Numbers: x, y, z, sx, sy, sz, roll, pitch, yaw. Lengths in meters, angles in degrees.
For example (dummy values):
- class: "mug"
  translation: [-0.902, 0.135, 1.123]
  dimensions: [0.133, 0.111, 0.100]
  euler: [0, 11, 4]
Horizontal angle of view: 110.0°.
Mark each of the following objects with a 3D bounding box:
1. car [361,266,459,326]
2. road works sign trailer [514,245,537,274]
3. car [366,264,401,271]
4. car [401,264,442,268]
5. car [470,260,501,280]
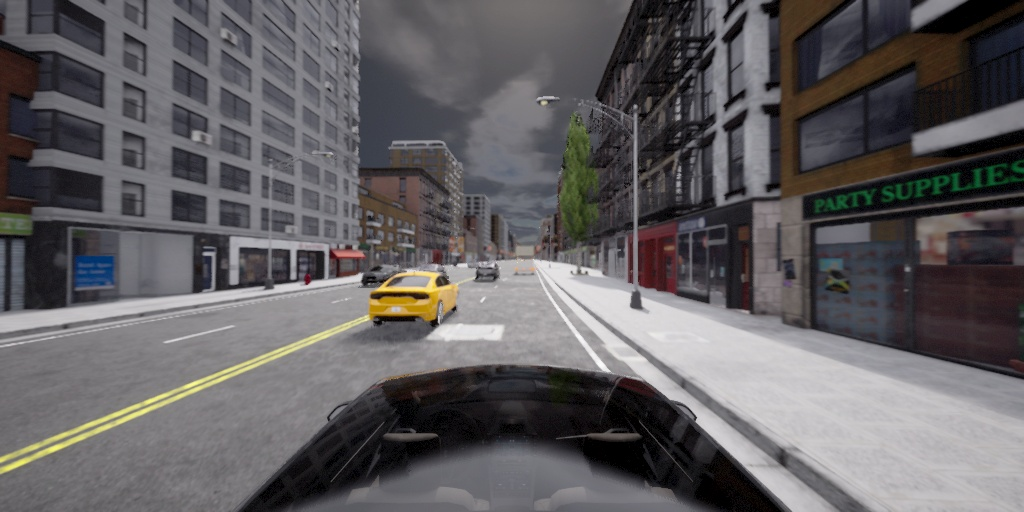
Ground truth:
- class: "car"
  translation: [-3.001, 1.267, 11.929]
  dimensions: [1.882, 1.535, 5.008]
  euler: [0, 0, 1]
- class: "road works sign trailer"
  translation: [1.537, 0.396, 44.083]
  dimensions: [2.380, 3.560, 2.880]
  euler: [0, 0, 3]
- class: "car"
  translation: [-9.209, 1.348, 26.087]
  dimensions: [1.837, 1.490, 4.892]
  euler: [0, 0, 3]
- class: "car"
  translation: [-5.960, 1.337, 25.986]
  dimensions: [2.128, 1.511, 4.902]
  euler: [0, 0, 3]
- class: "car"
  translation: [-2.170, 1.371, 32.842]
  dimensions: [2.128, 1.511, 4.902]
  euler: [0, 0, 3]
